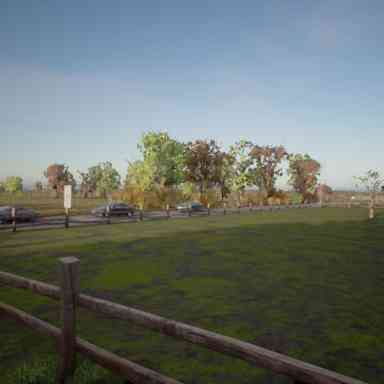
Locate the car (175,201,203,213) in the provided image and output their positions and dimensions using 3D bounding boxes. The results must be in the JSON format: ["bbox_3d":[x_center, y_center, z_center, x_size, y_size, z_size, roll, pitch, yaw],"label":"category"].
[{"bbox_3d":[-0.338,2.000,45.064,2.128,1.511,4.902,1,0,36],"label":"car"}]

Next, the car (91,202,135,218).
[{"bbox_3d":[-8.056,1.821,34.231,1.837,1.490,4.892,1,0,35],"label":"car"}]

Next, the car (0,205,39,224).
[{"bbox_3d":[-14.122,1.731,25.664,1.994,1.385,4.181,1,0,35],"label":"car"}]
